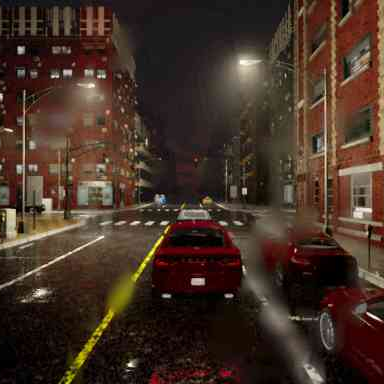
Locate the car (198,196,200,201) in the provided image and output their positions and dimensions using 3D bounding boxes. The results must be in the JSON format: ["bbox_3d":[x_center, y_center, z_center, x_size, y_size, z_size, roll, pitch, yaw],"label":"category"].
[{"bbox_3d":[2.742,1.621,80.719,1.887,1.381,4.507,1,0,0],"label":"car"}]

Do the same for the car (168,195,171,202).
[{"bbox_3d":[-5.647,1.641,63.805,1.802,1.307,4.206,1,0,0],"label":"car"}]

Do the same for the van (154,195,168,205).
[{"bbox_3d":[-5.646,1.394,58.153,1.690,1.788,3.998,1,0,0],"label":"van"}]

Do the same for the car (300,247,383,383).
[{"bbox_3d":[2.669,1.585,3.200,1.802,1.307,4.206,1,0,0],"label":"car"}]

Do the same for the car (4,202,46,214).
[{"bbox_3d":[-18.692,1.752,37.249,4.313,1.339,1.947,0,-1,0],"label":"car"}]

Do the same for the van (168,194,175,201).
[{"bbox_3d":[-5.629,1.431,92.067,1.690,1.788,3.998,1,0,0],"label":"van"}]

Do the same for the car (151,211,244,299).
[{"bbox_3d":[0.102,1.485,8.535,1.882,1.535,5.008,0,0,0],"label":"car"}]

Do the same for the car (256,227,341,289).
[{"bbox_3d":[2.842,1.590,8.856,1.802,1.307,4.206,1,0,0],"label":"car"}]

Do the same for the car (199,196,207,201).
[{"bbox_3d":[2.745,1.649,86.371,1.947,1.339,4.313,1,0,0],"label":"car"}]

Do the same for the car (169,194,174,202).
[{"bbox_3d":[-5.641,1.652,75.109,1.802,1.307,4.206,1,0,0],"label":"car"}]

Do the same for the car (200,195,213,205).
[{"bbox_3d":[2.731,1.579,58.279,1.752,1.417,4.829,1,0,0],"label":"car"}]
